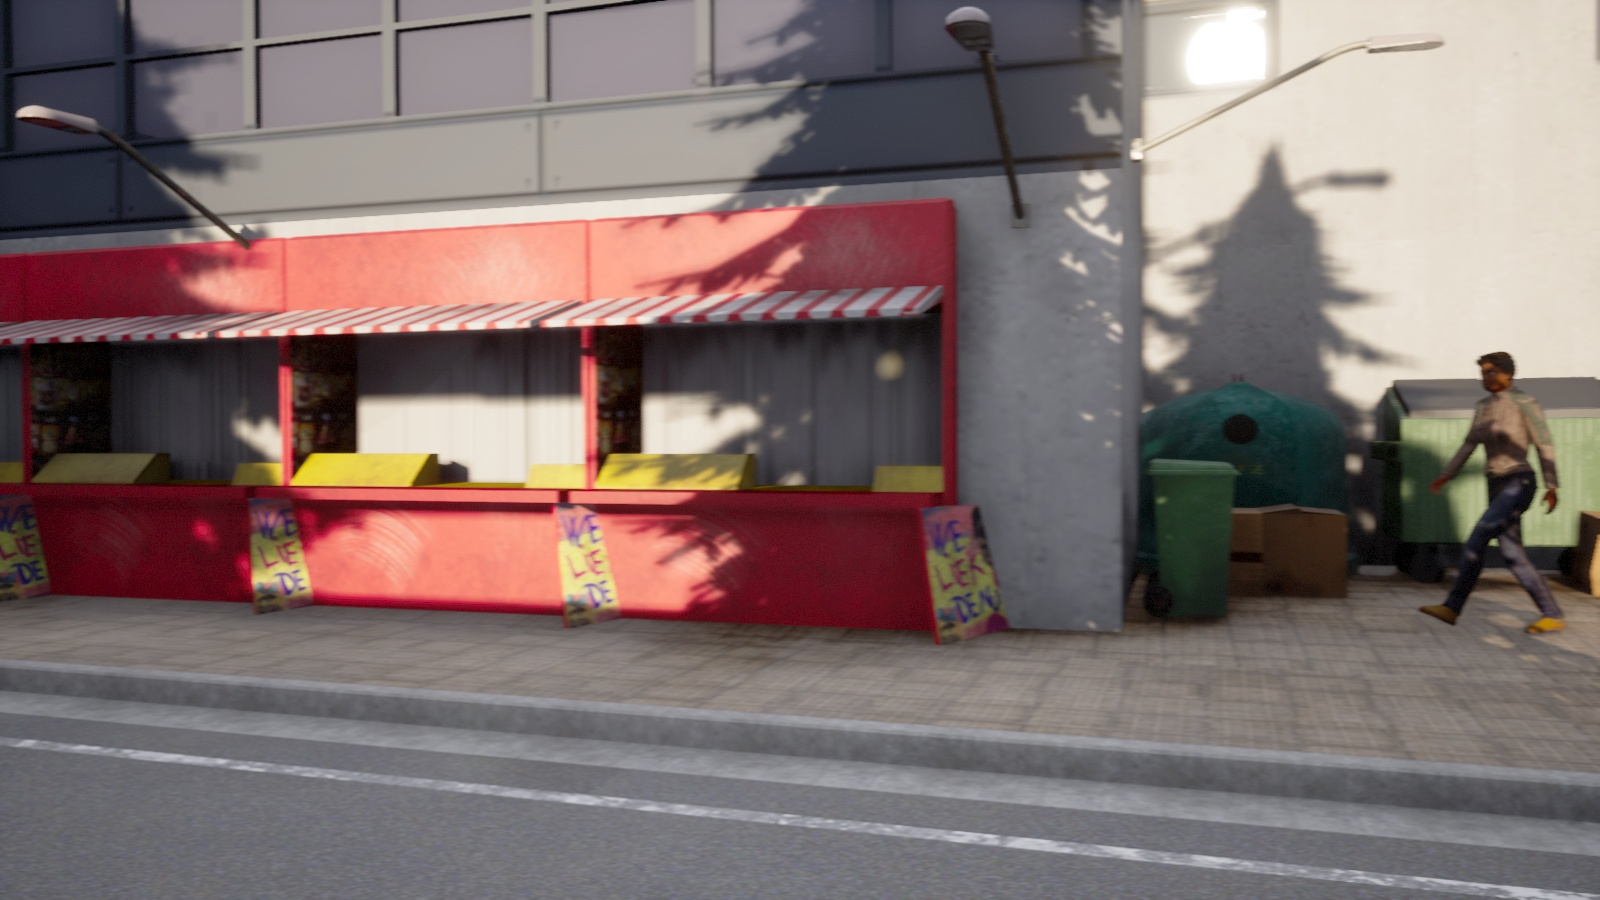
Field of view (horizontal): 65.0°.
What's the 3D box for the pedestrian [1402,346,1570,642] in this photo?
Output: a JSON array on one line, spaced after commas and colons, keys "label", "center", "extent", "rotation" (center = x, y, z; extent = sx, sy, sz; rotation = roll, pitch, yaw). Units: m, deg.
[{"label": "pedestrian", "center": [4.276, 0.266, 7.848], "extent": [0.869, 1.805, 0.328], "rotation": [0, 1, -6]}]
